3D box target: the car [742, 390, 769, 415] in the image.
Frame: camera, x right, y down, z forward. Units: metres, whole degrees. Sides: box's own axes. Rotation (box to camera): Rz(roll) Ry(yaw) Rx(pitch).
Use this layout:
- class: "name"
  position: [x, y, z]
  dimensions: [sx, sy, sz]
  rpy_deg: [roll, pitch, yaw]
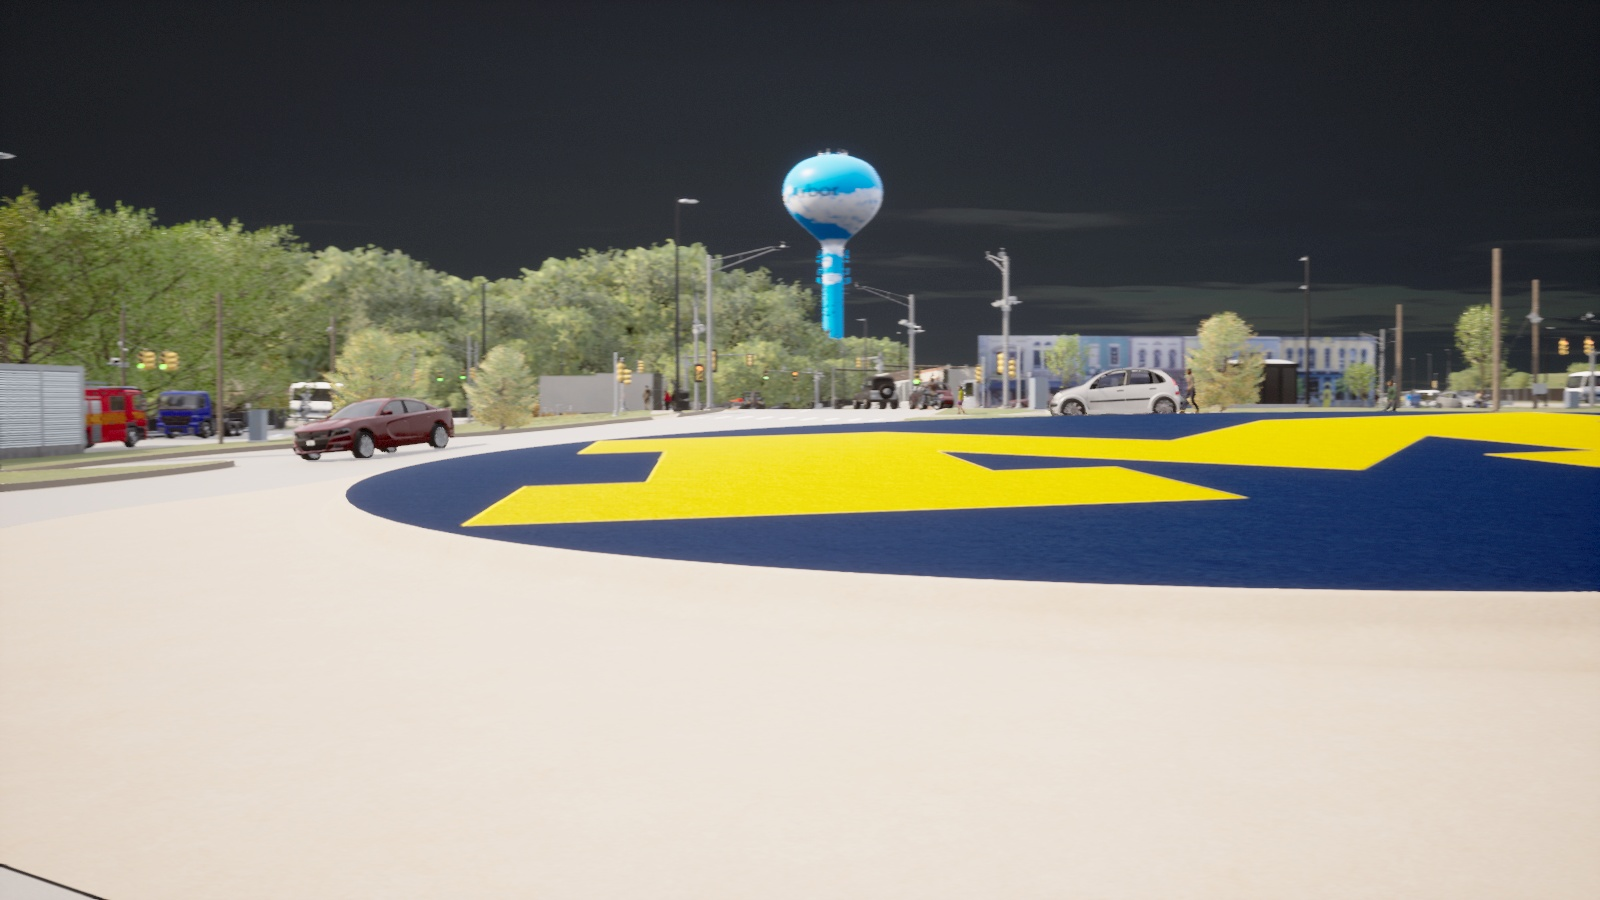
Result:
- class: "car"
  position: [-3.514, -3.678, 98.021]
  dimensions: [1.905, 1.878, 3.866]
  rpy_deg: [0, 1, -4]

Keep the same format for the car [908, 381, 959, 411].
- class: "car"
  position: [7.569, -3.055, 71.522]
  dimensions: [1.851, 1.617, 3.988]
  rpy_deg: [0, 2, -10]

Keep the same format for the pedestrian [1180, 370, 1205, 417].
- class: "pedestrian"
  position: [15.391, -2.210, 49.220]
  dimensions: [0.869, 1.805, 0.328]
  rpy_deg: [0, 1, -15]

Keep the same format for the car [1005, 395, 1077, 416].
- class: "car"
  position: [17.178, -3.175, 89.578]
  dimensions: [4.674, 1.442, 1.812]
  rpy_deg: [1, 1, -5]

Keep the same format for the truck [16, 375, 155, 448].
- class: "truck"
  position: [-40.103, -2.237, 70.886]
  dimensions: [2.891, 3.827, 8.468]
  rpy_deg: [1, 2, 0]

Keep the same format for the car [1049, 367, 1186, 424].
- class: "car"
  position: [9.708, -1.642, 38.675]
  dimensions: [3.988, 1.617, 1.851]
  rpy_deg: [-1, 1, 12]

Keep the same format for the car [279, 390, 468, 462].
- class: "car"
  position: [-11.129, -0.697, 33.241]
  dimensions: [1.882, 1.535, 5.008]
  rpy_deg: [-3, 3, 20]

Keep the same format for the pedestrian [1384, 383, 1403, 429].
- class: "pedestrian"
  position: [24.221, -1.796, 51.265]
  dimensions: [0.614, 1.847, 0.353]
  rpy_deg: [0, 1, -12]

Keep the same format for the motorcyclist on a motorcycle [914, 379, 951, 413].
- class: "motorcyclist on a motorcycle"
  position: [6.555, -2.693, 62.299]
  dimensions: [0.766, 1.649, 2.350]
  rpy_deg: [0, 2, -24]

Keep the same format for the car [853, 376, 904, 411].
- class: "car"
  position: [4.426, -3.170, 71.076]
  dimensions: [1.905, 1.878, 3.866]
  rpy_deg: [0, 2, -12]
